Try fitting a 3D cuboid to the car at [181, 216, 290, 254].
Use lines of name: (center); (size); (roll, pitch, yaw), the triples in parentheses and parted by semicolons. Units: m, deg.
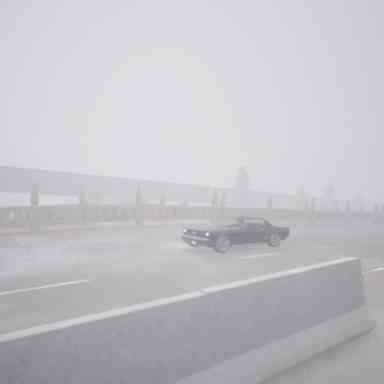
car: (1.883, 1.673, 13.934); (4.718, 1.301, 1.895); (2, -1, -35)
